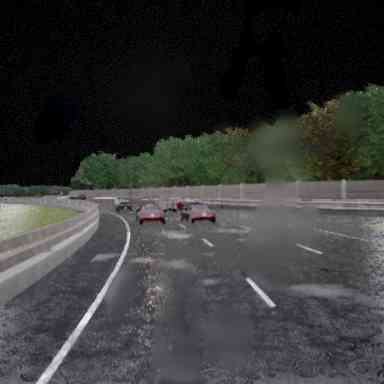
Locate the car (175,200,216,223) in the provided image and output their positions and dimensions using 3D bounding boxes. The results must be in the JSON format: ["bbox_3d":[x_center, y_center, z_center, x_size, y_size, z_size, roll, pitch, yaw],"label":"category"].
[{"bbox_3d":[0.348,1.543,25.325,1.994,1.385,4.181,-1,0,-16],"label":"car"}]

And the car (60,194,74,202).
[{"bbox_3d":[-29.831,1.674,76.904,4.674,1.442,1.812,-1,0,43],"label":"car"}]

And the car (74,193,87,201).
[{"bbox_3d":[-27.201,1.345,79.263,2.150,2.045,5.566,-1,0,-44],"label":"car"}]

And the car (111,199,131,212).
[{"bbox_3d":[-8.638,1.578,40.714,1.837,1.490,4.892,0,0,-23],"label":"car"}]

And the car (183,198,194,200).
[{"bbox_3d":[-0.816,1.460,40.146,1.882,1.535,5.008,-1,0,-21],"label":"car"}]

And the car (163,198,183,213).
[{"bbox_3d":[-3.166,1.560,36.549,2.033,1.411,5.357,-1,0,-21],"label":"car"}]

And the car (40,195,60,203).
[{"bbox_3d":[-32.221,1.535,74.346,4.553,1.767,2.097,-1,0,43],"label":"car"}]

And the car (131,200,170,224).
[{"bbox_3d":[-3.242,1.584,25.219,1.994,1.385,4.181,-1,0,-14],"label":"car"}]
